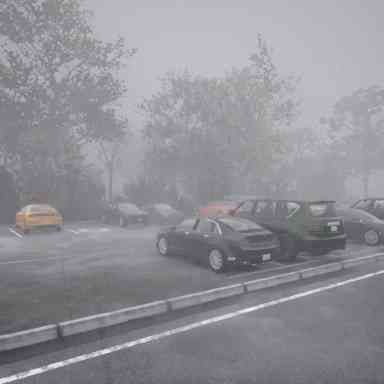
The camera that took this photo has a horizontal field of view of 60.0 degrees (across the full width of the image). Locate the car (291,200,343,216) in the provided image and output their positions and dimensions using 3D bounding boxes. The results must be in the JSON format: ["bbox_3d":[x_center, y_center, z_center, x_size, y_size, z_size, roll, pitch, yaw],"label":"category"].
[{"bbox_3d":[13.429,1.658,36.060,2.097,1.535,5.008,1,0,-36],"label":"car"}]

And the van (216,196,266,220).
[{"bbox_3d":[4.289,1.331,29.687,1.878,1.987,4.442,1,0,-35],"label":"van"}]

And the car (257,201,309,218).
[{"bbox_3d":[8.892,1.647,32.825,2.002,1.452,4.674,1,0,-36],"label":"car"}]

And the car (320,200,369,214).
[{"bbox_3d":[17.941,1.738,39.325,2.163,1.488,4.792,1,0,-36],"label":"car"}]

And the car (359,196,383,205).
[{"bbox_3d":[9.699,1.283,17.373,2.435,2.045,5.566,1,0,-35],"label":"car"}]

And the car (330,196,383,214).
[{"bbox_3d":[20.240,1.484,40.898,2.435,2.045,5.566,1,0,-36],"label":"car"}]

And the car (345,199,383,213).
[{"bbox_3d":[22.493,1.765,42.535,2.097,1.535,5.008,1,0,-36],"label":"car"}]

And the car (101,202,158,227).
[{"bbox_3d":[-4.718,1.482,23.136,2.097,1.535,5.008,0,0,-35],"label":"car"}]

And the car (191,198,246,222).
[{"bbox_3d":[2.110,1.409,27.953,2.185,1.767,4.553,1,0,-35],"label":"car"}]

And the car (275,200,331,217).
[{"bbox_3d":[11.266,1.629,34.294,1.946,1.575,5.366,1,0,-36],"label":"car"}]

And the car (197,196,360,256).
[{"bbox_3d":[2.848,1.232,12.495,2.435,2.045,5.566,0,0,-35],"label":"car"}]

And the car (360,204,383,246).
[{"bbox_3d":[7.426,1.514,15.726,2.231,1.521,4.892,1,0,-35],"label":"car"}]

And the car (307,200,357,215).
[{"bbox_3d":[15.708,1.713,37.659,2.163,1.488,4.792,1,0,-36],"label":"car"}]

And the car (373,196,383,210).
[{"bbox_3d":[29.205,1.609,47.302,2.435,2.045,5.566,1,-1,-36],"label":"car"}]

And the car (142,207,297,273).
[{"bbox_3d":[0.585,1.474,10.843,2.231,1.521,4.892,0,0,-35],"label":"car"}]

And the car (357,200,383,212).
[{"bbox_3d":[24.656,1.833,44.084,2.002,1.452,4.674,1,0,-36],"label":"car"}]

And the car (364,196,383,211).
[{"bbox_3d":[27.039,1.576,45.754,2.435,2.045,5.566,1,-1,-36],"label":"car"}]

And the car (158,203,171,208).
[{"bbox_3d":[-2.446,1.537,24.749,2.002,1.452,4.674,0,0,-35],"label":"car"}]

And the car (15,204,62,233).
[{"bbox_3d":[-9.249,1.465,19.899,2.097,1.535,5.008,0,0,-35],"label":"car"}]
